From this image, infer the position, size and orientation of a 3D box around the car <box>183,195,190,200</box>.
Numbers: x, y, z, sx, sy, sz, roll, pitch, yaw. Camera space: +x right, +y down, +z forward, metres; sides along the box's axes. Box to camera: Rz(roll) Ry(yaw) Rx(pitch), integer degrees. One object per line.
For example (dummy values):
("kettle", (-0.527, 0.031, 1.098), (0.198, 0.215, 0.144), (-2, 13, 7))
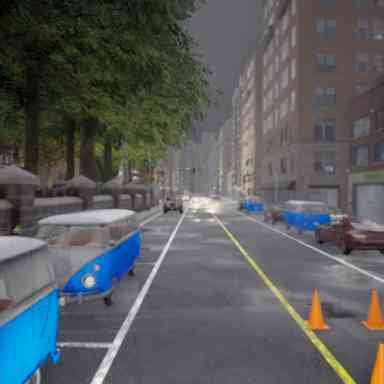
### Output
("car", (-1.400, 1.556, 90.606), (1.887, 1.381, 4.507), (0, 0, 1))

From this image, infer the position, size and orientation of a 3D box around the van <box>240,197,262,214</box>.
("van", (6.567, 1.419, 35.971), (1.690, 1.788, 3.998), (0, 0, 1))

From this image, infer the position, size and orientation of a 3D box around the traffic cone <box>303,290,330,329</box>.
("traffic cone", (2.122, 1.979, 5.684), (0.340, 0.580, 0.340), (0, 0, 1))

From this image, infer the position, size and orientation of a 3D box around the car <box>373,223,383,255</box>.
("car", (6.275, 1.640, 7.670), (1.802, 1.307, 4.206), (0, 0, 1))

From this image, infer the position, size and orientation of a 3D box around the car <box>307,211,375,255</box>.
("car", (6.333, 1.646, 13.330), (1.802, 1.307, 4.206), (0, 0, 1))

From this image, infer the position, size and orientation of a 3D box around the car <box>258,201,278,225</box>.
("car", (6.450, 1.618, 24.650), (1.887, 1.381, 4.507), (0, 0, 1))

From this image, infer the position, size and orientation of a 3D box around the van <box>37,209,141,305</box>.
("van", (-2.248, 1.333, 7.730), (1.690, 1.788, 3.998), (0, 0, 1))

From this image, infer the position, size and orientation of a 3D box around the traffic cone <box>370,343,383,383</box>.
("traffic cone", (2.101, 1.976, 3.684), (0.340, 0.580, 0.340), (0, 0, 1))

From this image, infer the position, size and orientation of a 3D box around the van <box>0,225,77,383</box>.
("van", (-2.306, 1.326, 2.072), (1.690, 1.788, 3.998), (0, 0, 1))

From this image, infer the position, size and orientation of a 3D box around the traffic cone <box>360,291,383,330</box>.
("traffic cone", (3.122, 1.987, 5.674), (0.340, 0.580, 0.340), (0, 0, 1))

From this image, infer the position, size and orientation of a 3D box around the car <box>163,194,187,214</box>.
("car", (-1.957, 1.327, 36.018), (2.192, 1.841, 5.009), (0, 0, 1))

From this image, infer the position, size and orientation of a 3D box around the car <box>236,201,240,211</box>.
("car", (6.624, 1.645, 41.631), (1.947, 1.339, 4.313), (0, 0, 1))

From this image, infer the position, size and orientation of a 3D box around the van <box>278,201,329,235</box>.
("van", (6.393, 1.410, 18.990), (1.690, 1.788, 3.998), (0, 0, 1))

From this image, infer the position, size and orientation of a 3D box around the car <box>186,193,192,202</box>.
("car", (-1.513, 1.534, 79.535), (1.752, 1.417, 4.829), (0, 0, 1))
